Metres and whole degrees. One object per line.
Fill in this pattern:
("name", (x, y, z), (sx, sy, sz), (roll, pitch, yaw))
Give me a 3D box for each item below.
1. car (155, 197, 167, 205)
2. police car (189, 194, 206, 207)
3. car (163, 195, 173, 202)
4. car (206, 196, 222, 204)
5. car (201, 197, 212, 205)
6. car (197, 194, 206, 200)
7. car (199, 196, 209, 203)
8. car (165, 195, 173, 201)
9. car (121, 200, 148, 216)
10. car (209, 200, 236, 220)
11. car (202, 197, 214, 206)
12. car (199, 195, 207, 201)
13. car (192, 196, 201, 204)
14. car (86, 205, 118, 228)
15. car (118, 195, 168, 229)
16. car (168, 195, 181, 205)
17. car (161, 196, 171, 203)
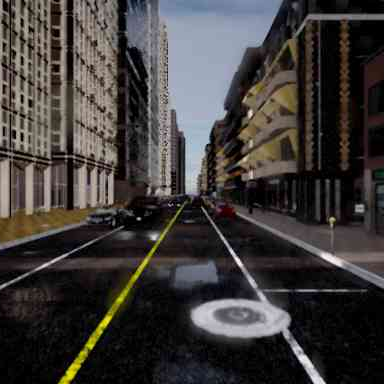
("car", (-5.693, 1.589, 61.640), (1.947, 1.339, 4.313), (0, 0, 0))
("police car", (0.898, 1.441, 51.164), (1.930, 1.638, 5.238), (0, 0, 0))
("car", (-5.694, 1.480, 78.586), (1.967, 1.590, 4.097), (0, 0, 0))
("car", (2.690, 1.447, 33.398), (1.967, 1.590, 4.097), (0, 0, 0))
("car", (2.689, 1.589, 61.641), (1.947, 1.339, 4.313), (0, 0, 0))
("car", (2.687, 1.374, 95.532), (2.192, 1.841, 5.009), (0, 0, 0))
("car", (2.688, 1.584, 72.938), (2.008, 1.369, 4.403), (0, 0, 0))
("car", (-5.694, 1.571, 84.064), (1.752, 1.417, 4.829), (0, 0, 0))
("car", (-5.690, 1.552, 33.398), (1.887, 1.381, 4.507), (0, 0, 0))
("car", (2.690, 1.586, 27.749), (1.802, 1.307, 4.206), (0, 0, 0))
("car", (2.689, 1.544, 56.162), (1.752, 1.417, 4.829), (0, 0, 0))
("car", (2.687, 1.486, 84.234), (1.967, 1.590, 4.097), (0, 0, 0))
("car", (0.897, 1.533, 67.055), (1.837, 1.490, 4.892), (0, 0, 0))
("car", (-5.689, 1.554, 22.100), (2.008, 1.369, 4.403), (0, 0, 0))
("car", (-3.100, 1.227, 22.220), (2.150, 2.045, 5.566), (0, 0, 0))
("car", (-3.037, 1.523, 61.309), (1.837, 1.490, 4.892), (0, 0, 1))
("car", (-5.693, 1.584, 72.937), (2.008, 1.369, 4.403), (0, 0, 0))
